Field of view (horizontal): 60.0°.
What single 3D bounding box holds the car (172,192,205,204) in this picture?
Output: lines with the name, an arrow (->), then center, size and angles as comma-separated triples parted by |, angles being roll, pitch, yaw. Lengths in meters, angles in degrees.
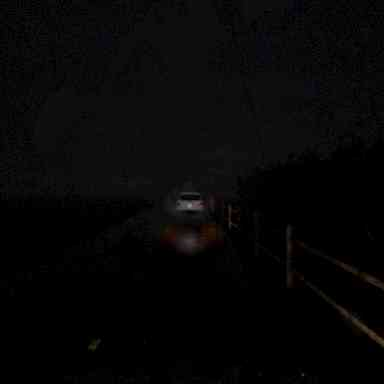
car -> -0.165, 1.023, 26.967 | 2.150, 2.045, 5.566 | 0, 1, 0

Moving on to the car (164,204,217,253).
car -> -0.051, 1.417, 13.056 | 1.812, 1.442, 4.674 | 0, 0, 0

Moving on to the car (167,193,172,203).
car -> -3.229, 0.911, 57.574 | 2.097, 1.767, 4.553 | 0, 1, 0
